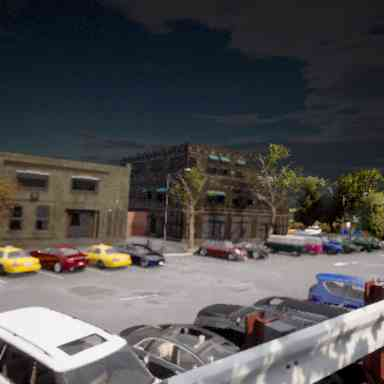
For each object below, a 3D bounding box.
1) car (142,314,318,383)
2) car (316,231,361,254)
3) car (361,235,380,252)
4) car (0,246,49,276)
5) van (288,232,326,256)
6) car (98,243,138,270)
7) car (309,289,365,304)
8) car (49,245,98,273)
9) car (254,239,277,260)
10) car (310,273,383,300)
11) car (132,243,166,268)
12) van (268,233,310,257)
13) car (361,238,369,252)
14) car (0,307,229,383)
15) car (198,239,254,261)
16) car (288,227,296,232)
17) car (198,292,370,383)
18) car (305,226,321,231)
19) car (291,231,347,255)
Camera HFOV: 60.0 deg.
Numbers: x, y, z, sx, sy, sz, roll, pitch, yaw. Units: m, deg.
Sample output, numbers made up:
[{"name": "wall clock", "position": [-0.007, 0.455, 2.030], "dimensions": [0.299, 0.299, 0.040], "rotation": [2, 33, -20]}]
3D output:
[{"name": "car", "position": [0.160, 4.285, 8.124], "dimensions": [4.892, 1.521, 2.231], "rotation": [3, -2, 34]}, {"name": "car", "position": [17.349, 6.434, 41.340], "dimensions": [5.566, 2.045, 2.435], "rotation": [1, -4, 34]}, {"name": "car", "position": [22.085, 6.857, 44.806], "dimensions": [5.566, 2.045, 2.435], "rotation": [1, -3, 34]}, {"name": "car", "position": [-11.587, 4.123, 20.741], "dimensions": [5.366, 1.575, 1.946], "rotation": [1, -3, 34]}, {"name": "van", "position": [12.432, 6.032, 37.963], "dimensions": [4.442, 1.987, 1.878], "rotation": [1, -3, 34]}, {"name": "car", "position": [-6.797, 4.549, 24.189], "dimensions": [5.366, 1.575, 1.946], "rotation": [1, -3, 34]}, {"name": "car", "position": [4.899, 4.709, 11.734], "dimensions": [5.366, 1.575, 1.946], "rotation": [3, -2, 34]}, {"name": "car", "position": [-9.032, 4.342, 22.370], "dimensions": [5.008, 1.535, 2.097], "rotation": [1, -3, 34]}, {"name": "car", "position": [5.340, 5.622, 32.718], "dimensions": [4.892, 1.521, 2.231], "rotation": [1, -3, 34]}, {"name": "car", "position": [7.542, 4.688, 13.385], "dimensions": [5.566, 2.045, 2.435], "rotation": [3, -2, 34]}, {"name": "car", "position": [-4.220, 4.799, 25.806], "dimensions": [4.792, 1.488, 2.163], "rotation": [1, -4, 34]}, {"name": "van", "position": [10.036, 5.819, 36.239], "dimensions": [4.442, 1.987, 1.878], "rotation": [1, -3, 34]}, {"name": "car", "position": [19.732, 6.927, 43.060], "dimensions": [4.792, 1.488, 2.163], "rotation": [1, -4, 34]}, {"name": "car", "position": [-2.243, 3.816, 6.336], "dimensions": [5.566, 2.045, 2.435], "rotation": [3, -2, 34]}, {"name": "car", "position": [2.921, 5.282, 31.015], "dimensions": [4.553, 1.767, 2.185], "rotation": [1, -4, 34]}, {"name": "car", "position": [20.465, 8.083, 70.433], "dimensions": [1.946, 1.575, 5.366], "rotation": [1, -3, 36]}, {"name": "car", "position": [2.600, 4.250, 9.900], "dimensions": [5.566, 2.045, 2.435], "rotation": [3, -2, 34]}, {"name": "car", "position": [23.757, 7.813, 65.304], "dimensions": [2.435, 2.045, 5.566], "rotation": [2, -2, 36]}, {"name": "car", "position": [14.953, 6.221, 39.616], "dimensions": [5.566, 2.045, 2.435], "rotation": [1, -4, 34]}]
